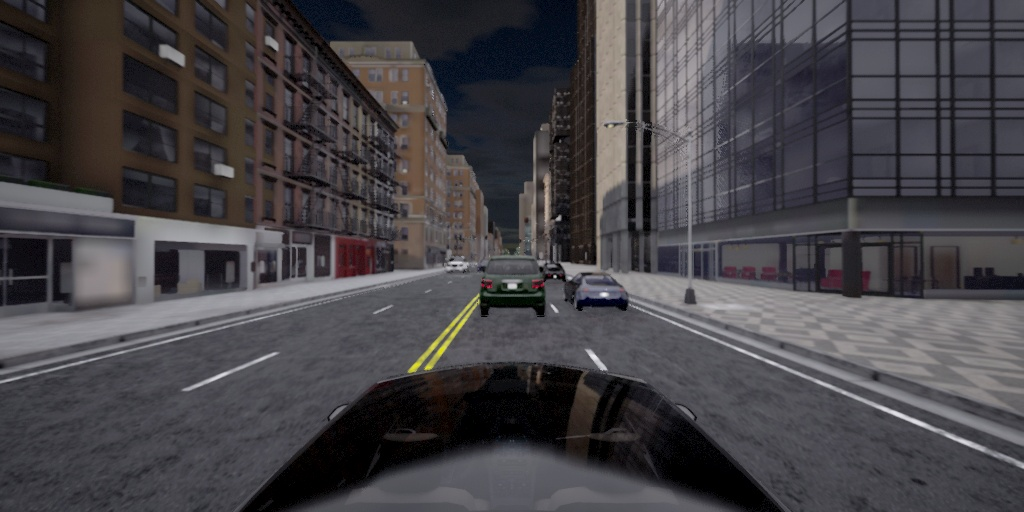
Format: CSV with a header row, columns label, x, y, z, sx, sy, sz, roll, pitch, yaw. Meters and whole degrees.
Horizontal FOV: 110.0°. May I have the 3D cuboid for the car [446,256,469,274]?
label,x,y,z,sx,sy,sz,roll,pitch,yaw
car,-6.586,1.071,43.880,2.150,2.045,5.566,0,0,0

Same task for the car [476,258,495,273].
label,x,y,z,sx,sy,sz,roll,pitch,yaw
car,-3.327,1.207,46.114,2.097,1.767,4.553,0,0,0

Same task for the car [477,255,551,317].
label,x,y,z,sx,sy,sz,roll,pitch,yaw
car,0.036,0.997,13.484,2.150,2.045,5.566,0,0,1

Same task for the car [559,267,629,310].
label,x,y,z,sx,sy,sz,roll,pitch,yaw
car,3.302,1.342,14.761,1.994,1.385,4.181,0,0,1

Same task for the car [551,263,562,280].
label,x,y,z,sx,sy,sz,roll,pitch,yaw
car,3.306,1.318,29.619,1.837,1.490,4.892,0,0,1
